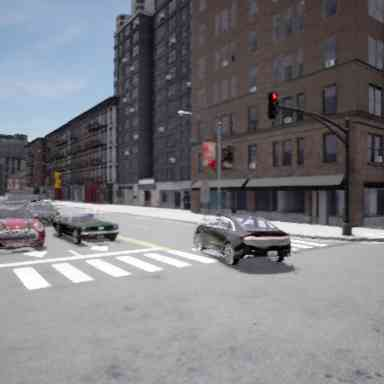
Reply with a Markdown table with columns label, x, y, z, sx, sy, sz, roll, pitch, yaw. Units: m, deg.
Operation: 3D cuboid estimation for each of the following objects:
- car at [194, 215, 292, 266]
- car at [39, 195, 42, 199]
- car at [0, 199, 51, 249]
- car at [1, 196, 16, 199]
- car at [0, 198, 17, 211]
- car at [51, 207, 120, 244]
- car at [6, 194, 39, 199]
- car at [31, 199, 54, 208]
| label | x | y | z | sx | sy | sz | roll | pitch | yaw |
| --- | --- | --- | --- | --- | --- | --- | --- | --- | --- |
| car | 1.566 | 1.564 | 11.918 | 2.128 | 1.511 | 4.902 | 1 | -1 | -18 |
| car | -27.670 | 1.305 | 58.286 | 2.097 | 1.767 | 4.553 | 1 | 0 | -36 |
| car | -7.774 | 1.362 | 14.174 | 2.097 | 1.767 | 4.553 | 1 | 0 | -36 |
| car | -12.898 | 1.337 | 21.193 | 2.097 | 1.767 | 4.553 | 1 | 0 | -36 |
| car | -22.934 | 1.494 | 40.522 | 2.033 | 1.411 | 5.357 | 1 | 0 | -36 |
| car | -5.228 | 1.635 | 16.194 | 1.895 | 1.301 | 4.718 | 1 | 0 | -36 |
| car | -16.598 | 1.198 | 31.771 | 2.150 | 2.045 | 5.566 | 1 | 0 | -36 |
| car | -10.719 | 1.511 | 23.716 | 1.837 | 1.490 | 4.892 | 1 | 0 | -36 |
